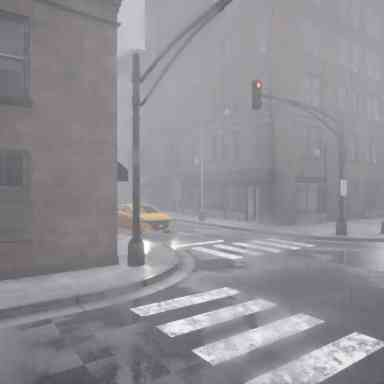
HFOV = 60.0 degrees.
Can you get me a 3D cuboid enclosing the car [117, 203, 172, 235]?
[{"bbox_3d":[-2.931,1.382,18.392,1.882,1.535,5.008,0,0,-34],"label":"car"}]
